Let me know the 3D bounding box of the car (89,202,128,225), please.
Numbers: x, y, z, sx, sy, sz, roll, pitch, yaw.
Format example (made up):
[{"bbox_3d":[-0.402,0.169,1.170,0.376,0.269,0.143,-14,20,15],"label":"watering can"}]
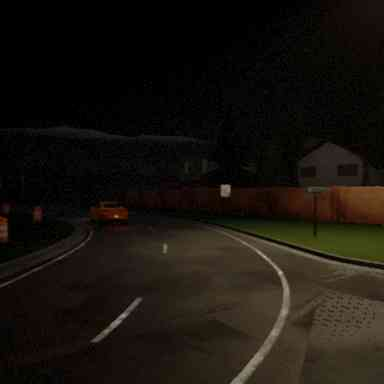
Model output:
[{"bbox_3d":[-6.233,1.473,24.540,1.882,1.535,5.008,0,0,-28],"label":"car"}]
